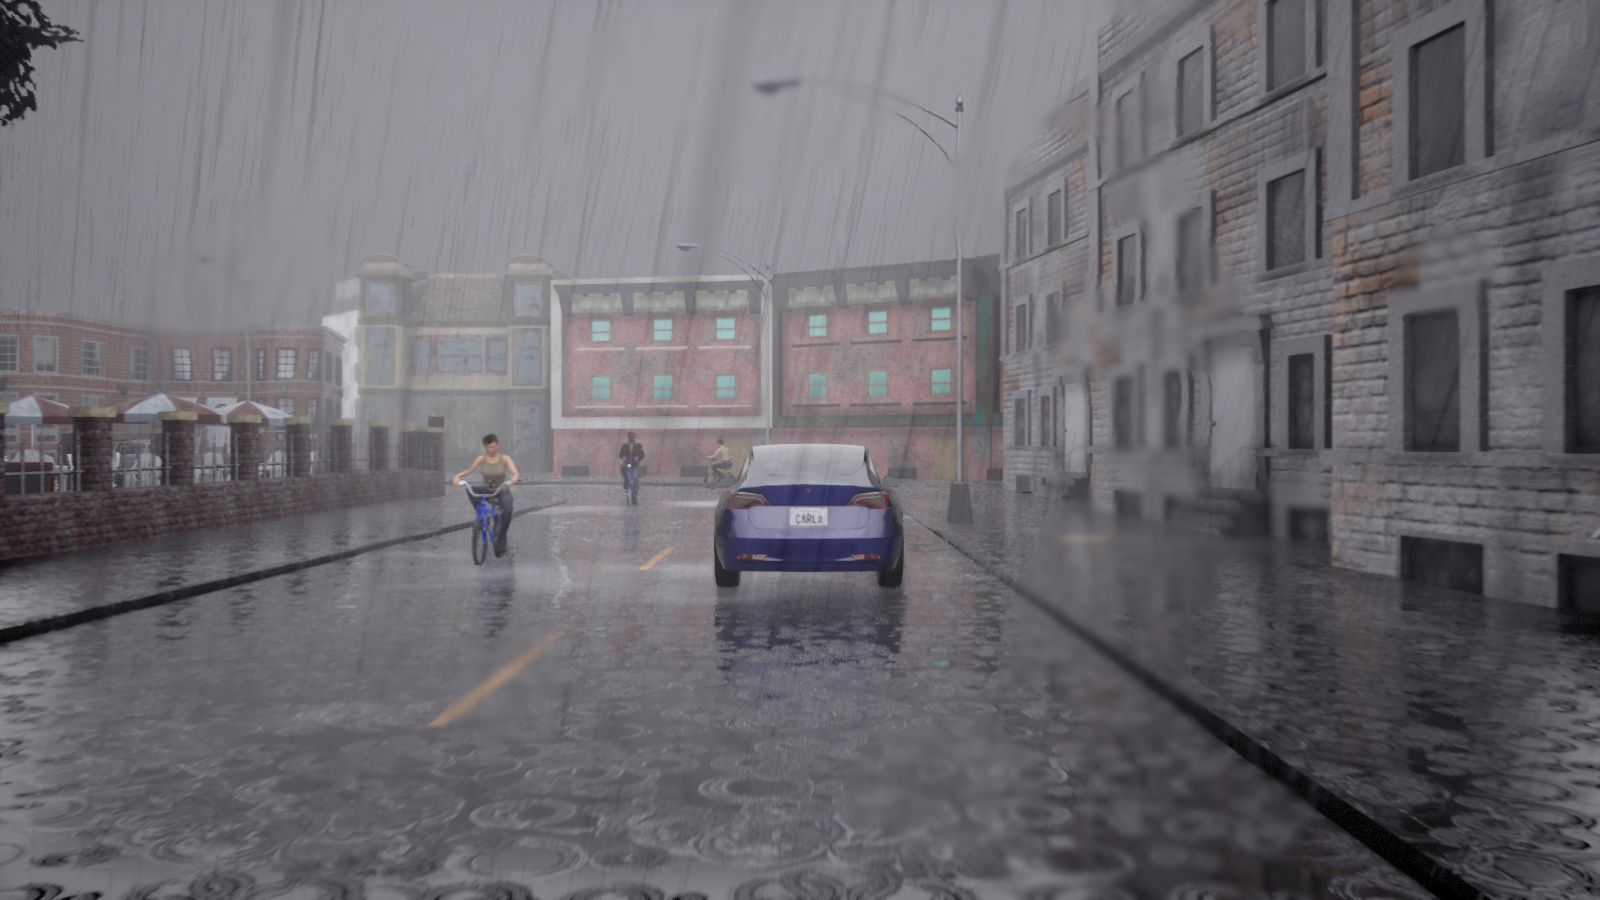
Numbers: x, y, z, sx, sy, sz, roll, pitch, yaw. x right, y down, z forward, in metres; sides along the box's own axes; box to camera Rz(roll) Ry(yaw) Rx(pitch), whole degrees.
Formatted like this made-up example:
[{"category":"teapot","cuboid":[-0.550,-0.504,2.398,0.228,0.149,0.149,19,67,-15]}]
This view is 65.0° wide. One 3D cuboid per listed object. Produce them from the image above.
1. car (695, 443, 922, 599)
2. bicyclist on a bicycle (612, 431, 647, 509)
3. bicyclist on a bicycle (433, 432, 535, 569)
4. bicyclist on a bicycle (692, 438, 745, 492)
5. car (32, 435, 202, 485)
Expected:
[{"category":"car","cuboid":[0.097,0.665,14.364,2.163,1.488,4.792,0,0,0]},{"category":"bicyclist on a bicycle","cuboid":[-3.953,0.449,29.216,0.659,1.776,1.843,0,0,-2]},{"category":"bicyclist on a bicycle","cuboid":[-3.892,0.592,15.583,0.866,1.612,1.509,0,0,1]},{"category":"bicyclist on a bicycle","cuboid":[-2.540,0.462,39.134,0.866,1.612,1.509,-3,2,-42]},{"category":"car","cuboid":[-23.330,0.329,43.026,4.611,1.667,2.242,0,0,0]}]
